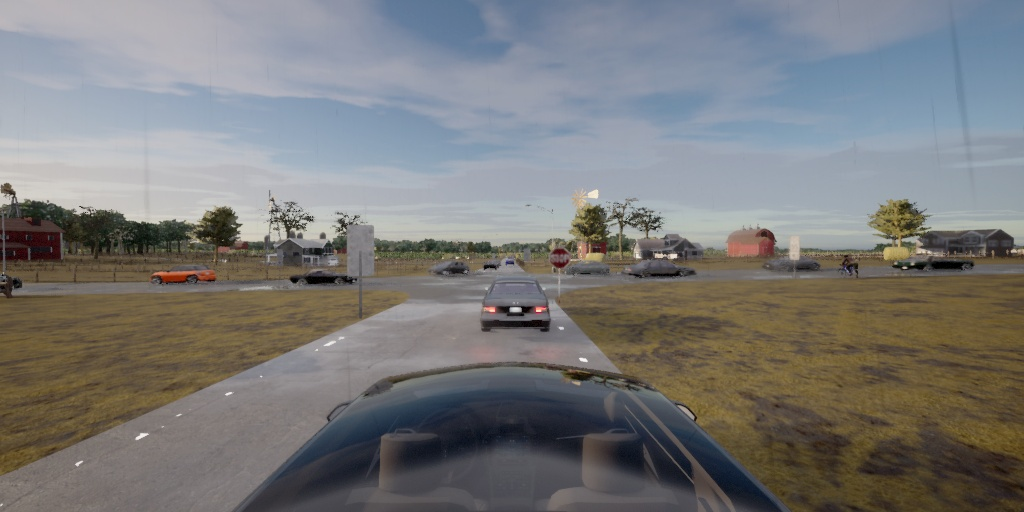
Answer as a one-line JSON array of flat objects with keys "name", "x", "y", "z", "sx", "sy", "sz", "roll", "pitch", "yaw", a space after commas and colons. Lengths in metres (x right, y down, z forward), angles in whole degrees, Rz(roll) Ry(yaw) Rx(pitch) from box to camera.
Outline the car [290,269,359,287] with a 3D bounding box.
[{"name": "car", "x": -14.432, "y": 1.646, "z": 27.860, "sx": 4.718, "sy": 1.301, "sz": 1.895, "roll": -1, "pitch": 1, "yaw": 4}]

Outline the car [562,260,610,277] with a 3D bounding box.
[{"name": "car", "x": 6.543, "y": 1.087, "z": 31.872, "sx": 4.181, "sy": 1.385, "sz": 1.994, "roll": -1, "pitch": 1, "yaw": 0}]

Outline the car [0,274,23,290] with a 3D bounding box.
[{"name": "car", "x": -41.626, "y": 1.855, "z": 28.062, "sx": 4.553, "sy": 1.767, "sz": 2.097, "roll": 0, "pitch": 1, "yaw": 0}]

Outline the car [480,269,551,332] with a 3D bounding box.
[{"name": "car", "x": 0.100, "y": 1.295, "z": 10.835, "sx": 2.033, "sy": 1.411, "sz": 5.357, "roll": 0, "pitch": 0, "yaw": 0}]

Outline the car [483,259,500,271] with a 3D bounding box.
[{"name": "car", "x": -3.057, "y": 1.366, "z": 50.849, "sx": 1.895, "sy": 1.301, "sz": 4.718, "roll": 0, "pitch": 0, "yaw": -1}]

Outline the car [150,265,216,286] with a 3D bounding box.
[{"name": "car", "x": -29.122, "y": 1.615, "z": 31.780, "sx": 4.553, "sy": 1.767, "sz": 2.097, "roll": -1, "pitch": 1, "yaw": 0}]

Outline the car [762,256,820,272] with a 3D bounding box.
[{"name": "car", "x": 24.769, "y": 0.675, "z": 31.912, "sx": 4.181, "sy": 1.385, "sz": 1.994, "roll": -1, "pitch": 1, "yaw": 0}]

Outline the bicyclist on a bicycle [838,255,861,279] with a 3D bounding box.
[{"name": "bicyclist on a bicycle", "x": 22.825, "y": 0.745, "z": 24.314, "sx": 0.582, "sy": 1.620, "sz": 1.656, "roll": -1, "pitch": 0, "yaw": 0}]

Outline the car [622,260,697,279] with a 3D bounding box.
[{"name": "car", "x": 11.498, "y": 1.034, "z": 28.186, "sx": 5.357, "sy": 1.411, "sz": 2.033, "roll": -1, "pitch": 1, "yaw": 0}]

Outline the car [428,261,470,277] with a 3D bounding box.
[{"name": "car", "x": -6.234, "y": 1.272, "z": 36.086, "sx": 1.837, "sy": 1.490, "sz": 4.892, "roll": 2, "pitch": 1, "yaw": 34}]

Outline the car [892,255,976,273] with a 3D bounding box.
[{"name": "car", "x": 33.146, "y": 0.590, "z": 28.235, "sx": 4.718, "sy": 1.301, "sz": 1.895, "roll": -1, "pitch": 1, "yaw": 0}]
